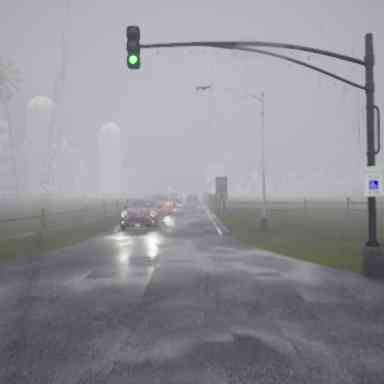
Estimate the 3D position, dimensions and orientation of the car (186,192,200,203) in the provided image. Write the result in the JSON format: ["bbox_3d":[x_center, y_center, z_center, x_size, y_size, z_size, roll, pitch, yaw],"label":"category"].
[{"bbox_3d":[0.106,0.873,51.138,2.128,1.511,4.902,-1,1,0],"label":"car"}]

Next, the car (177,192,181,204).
[{"bbox_3d":[-2.766,1.115,38.935,2.033,1.411,5.357,-1,1,0],"label":"car"}]

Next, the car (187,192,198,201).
[{"bbox_3d":[0.134,0.766,61.559,1.837,1.490,4.892,-1,1,0],"label":"car"}]

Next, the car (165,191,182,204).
[{"bbox_3d":[-2.705,0.792,49.631,2.097,1.767,4.553,-1,1,1],"label":"car"}]

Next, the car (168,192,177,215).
[{"bbox_3d":[-2.790,1.034,29.363,2.097,1.767,4.553,-1,1,0],"label":"car"}]

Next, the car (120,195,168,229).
[{"bbox_3d":[-2.840,1.151,19.788,2.097,1.767,4.553,-1,1,1],"label":"car"}]
